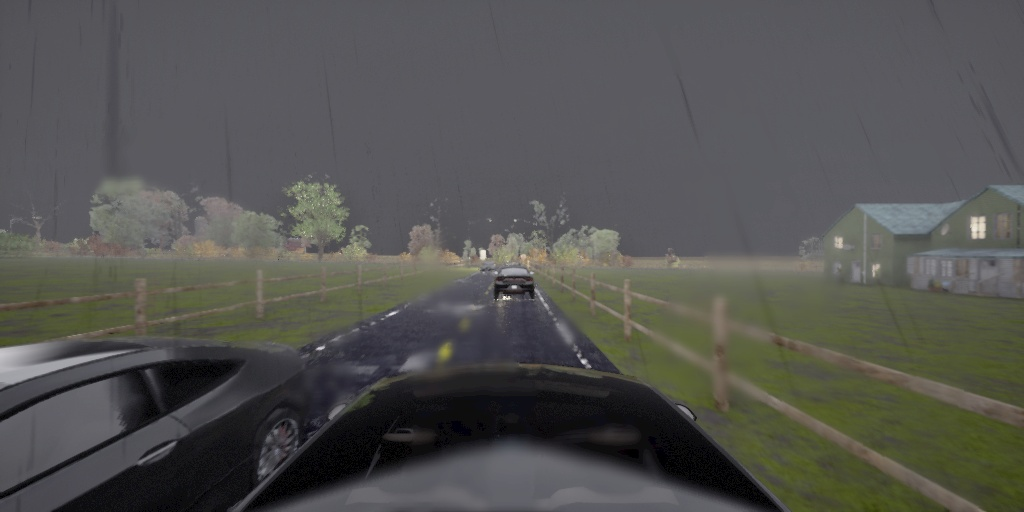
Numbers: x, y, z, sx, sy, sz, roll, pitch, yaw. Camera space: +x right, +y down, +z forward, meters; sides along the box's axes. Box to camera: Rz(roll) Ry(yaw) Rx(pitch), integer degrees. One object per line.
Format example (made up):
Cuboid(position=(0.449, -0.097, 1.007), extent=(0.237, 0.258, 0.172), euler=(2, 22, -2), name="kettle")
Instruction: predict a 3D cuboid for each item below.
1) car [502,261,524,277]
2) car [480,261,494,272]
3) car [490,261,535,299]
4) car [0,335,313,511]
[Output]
Cuboid(position=(0.096, 1.244, 36.463), extent=(2.128, 1.511, 4.902), euler=(0, 0, 0), name="car")
Cuboid(position=(-2.833, 1.324, 45.072), extent=(1.994, 1.385, 4.181), euler=(0, 0, 0), name="car")
Cuboid(position=(0.099, 1.224, 18.254), extent=(1.882, 1.535, 5.008), euler=(0, 0, 0), name="car")
Cuboid(position=(-2.851, 1.276, 1.736), extent=(1.812, 1.442, 4.674), euler=(0, 0, 0), name="car")
